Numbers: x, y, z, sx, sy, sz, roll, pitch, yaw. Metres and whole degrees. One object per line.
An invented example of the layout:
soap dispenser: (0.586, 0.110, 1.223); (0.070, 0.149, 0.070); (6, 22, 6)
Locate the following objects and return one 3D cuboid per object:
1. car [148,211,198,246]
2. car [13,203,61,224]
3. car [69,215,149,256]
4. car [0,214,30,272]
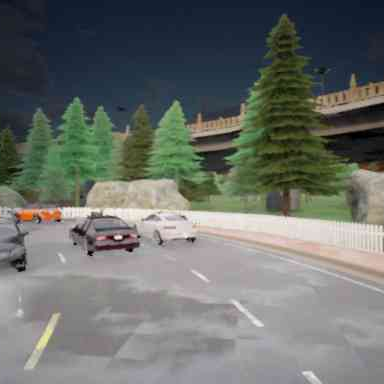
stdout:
car: (-1.382, 1.679, 16.298); (1.812, 1.442, 4.674); (0, -1, -29)
car: (-13.311, 1.748, 28.462); (4.553, 1.767, 2.097); (-1, 0, 33)
car: (-3.879, 1.712, 14.167); (2.033, 1.411, 5.357); (0, -1, -29)
car: (-6.525, 1.696, 11.036); (1.812, 1.442, 4.674); (0, -1, -27)
